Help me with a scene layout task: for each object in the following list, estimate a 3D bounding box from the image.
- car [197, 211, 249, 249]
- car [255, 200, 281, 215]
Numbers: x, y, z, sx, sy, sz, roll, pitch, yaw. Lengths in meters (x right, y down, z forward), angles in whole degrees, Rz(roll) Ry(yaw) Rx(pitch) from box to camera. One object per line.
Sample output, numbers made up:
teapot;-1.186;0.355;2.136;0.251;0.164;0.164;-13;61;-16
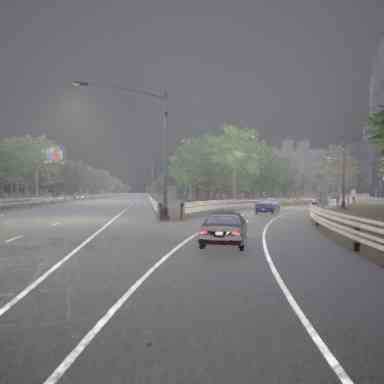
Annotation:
car;1.465;1.563;14.650;2.033;1.411;5.357;0;0;11
car;8.031;1.548;34.997;1.882;1.535;5.008;0;0;25
